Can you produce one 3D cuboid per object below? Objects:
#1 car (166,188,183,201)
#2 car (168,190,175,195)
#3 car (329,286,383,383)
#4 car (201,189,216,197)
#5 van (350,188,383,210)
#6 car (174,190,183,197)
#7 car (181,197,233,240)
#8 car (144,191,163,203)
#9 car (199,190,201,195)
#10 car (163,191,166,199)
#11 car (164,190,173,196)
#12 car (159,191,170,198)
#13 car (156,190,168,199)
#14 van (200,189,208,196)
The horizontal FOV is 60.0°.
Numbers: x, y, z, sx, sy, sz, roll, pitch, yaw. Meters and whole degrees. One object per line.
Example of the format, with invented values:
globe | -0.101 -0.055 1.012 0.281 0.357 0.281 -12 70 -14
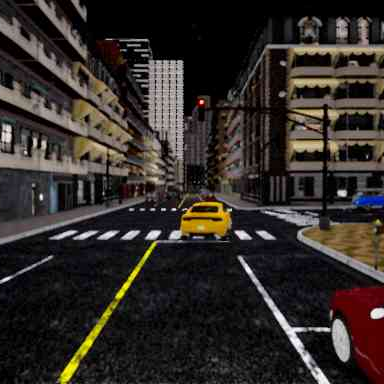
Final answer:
car | -2.981 0.336 55.653 2.150 2.045 5.566 0 1 0
car | -5.545 0.169 90.425 1.802 1.307 4.206 -1 1 0
car | 2.687 1.498 2.721 1.887 1.381 4.507 0 1 0
car | 2.768 0.616 51.713 1.967 1.590 4.097 -1 1 0
van | 15.689 0.577 28.259 3.998 1.788 1.690 -1 2 -1
car | -2.880 0.315 72.093 1.812 1.442 4.674 0 1 0
car | 0.815 1.222 15.593 1.882 1.535 5.008 0 1 10
car | -5.620 0.811 46.207 2.008 1.369 4.403 0 1 0
car | 2.798 0.472 68.296 2.008 1.369 4.403 -1 1 0
car | -5.611 0.741 51.734 1.947 1.339 4.313 0 1 0
car | -5.565 0.281 79.200 1.752 1.417 4.829 -1 1 0
car | -5.583 0.502 68.316 1.802 1.307 4.206 -1 1 0
car | -5.594 0.445 62.786 1.967 1.590 4.097 -1 1 0
van | 2.814 0.095 79.347 1.690 1.788 3.998 -1 1 0
